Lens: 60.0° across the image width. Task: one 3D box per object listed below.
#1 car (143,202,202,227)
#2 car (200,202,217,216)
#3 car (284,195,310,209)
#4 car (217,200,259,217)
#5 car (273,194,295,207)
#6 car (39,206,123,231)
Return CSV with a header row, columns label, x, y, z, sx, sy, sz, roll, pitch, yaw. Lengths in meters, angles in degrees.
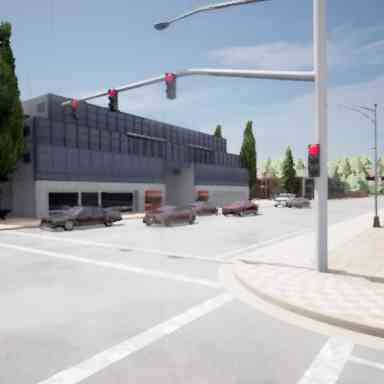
label,x,y,z,sx,sy,sz,roll,pitch,yaw
car,-1.513,1.634,23.412,1.994,1.385,4.181,0,0,36
car,0.787,1.648,32.576,1.994,1.385,4.181,0,0,36
car,14.810,1.566,45.923,1.837,1.490,4.892,0,-1,36
car,4.739,1.544,32.071,1.882,1.535,5.008,0,0,36
car,14.483,1.291,51.376,2.150,2.045,5.566,0,0,36
car,-7.051,1.638,21.770,2.033,1.411,5.357,0,0,37
